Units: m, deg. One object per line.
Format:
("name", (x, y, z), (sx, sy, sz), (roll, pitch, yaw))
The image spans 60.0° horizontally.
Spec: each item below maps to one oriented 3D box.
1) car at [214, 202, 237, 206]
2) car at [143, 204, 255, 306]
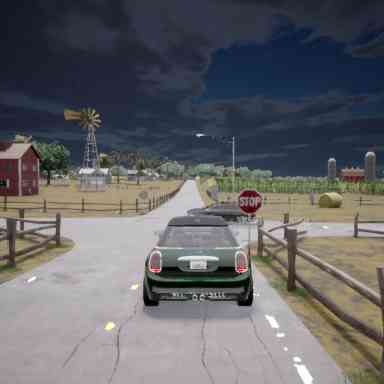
("car", (1.996, 1.500, 23.547), (4.892, 1.490, 1.837), (1, 1, 0))
("car", (0.121, 1.346, 8.160), (2.097, 1.767, 4.553), (0, 0, 0))
